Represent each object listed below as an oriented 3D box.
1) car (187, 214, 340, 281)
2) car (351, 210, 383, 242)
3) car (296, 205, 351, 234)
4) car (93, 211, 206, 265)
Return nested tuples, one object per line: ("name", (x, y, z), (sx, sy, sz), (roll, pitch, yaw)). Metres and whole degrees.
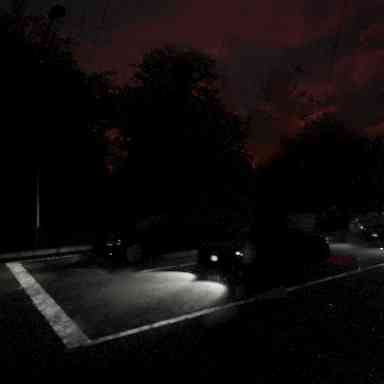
("car", (2.207, 1.540, 9.847), (4.181, 1.385, 1.994), (0, 0, -35))
("car", (9.361, 1.468, 14.896), (4.674, 1.442, 1.812), (0, 0, -35))
("car", (6.773, 1.437, 17.350), (4.902, 1.511, 2.128), (0, 0, -35))
("car", (-0.978, 1.458, 11.878), (5.008, 1.535, 1.882), (0, 0, -35))
